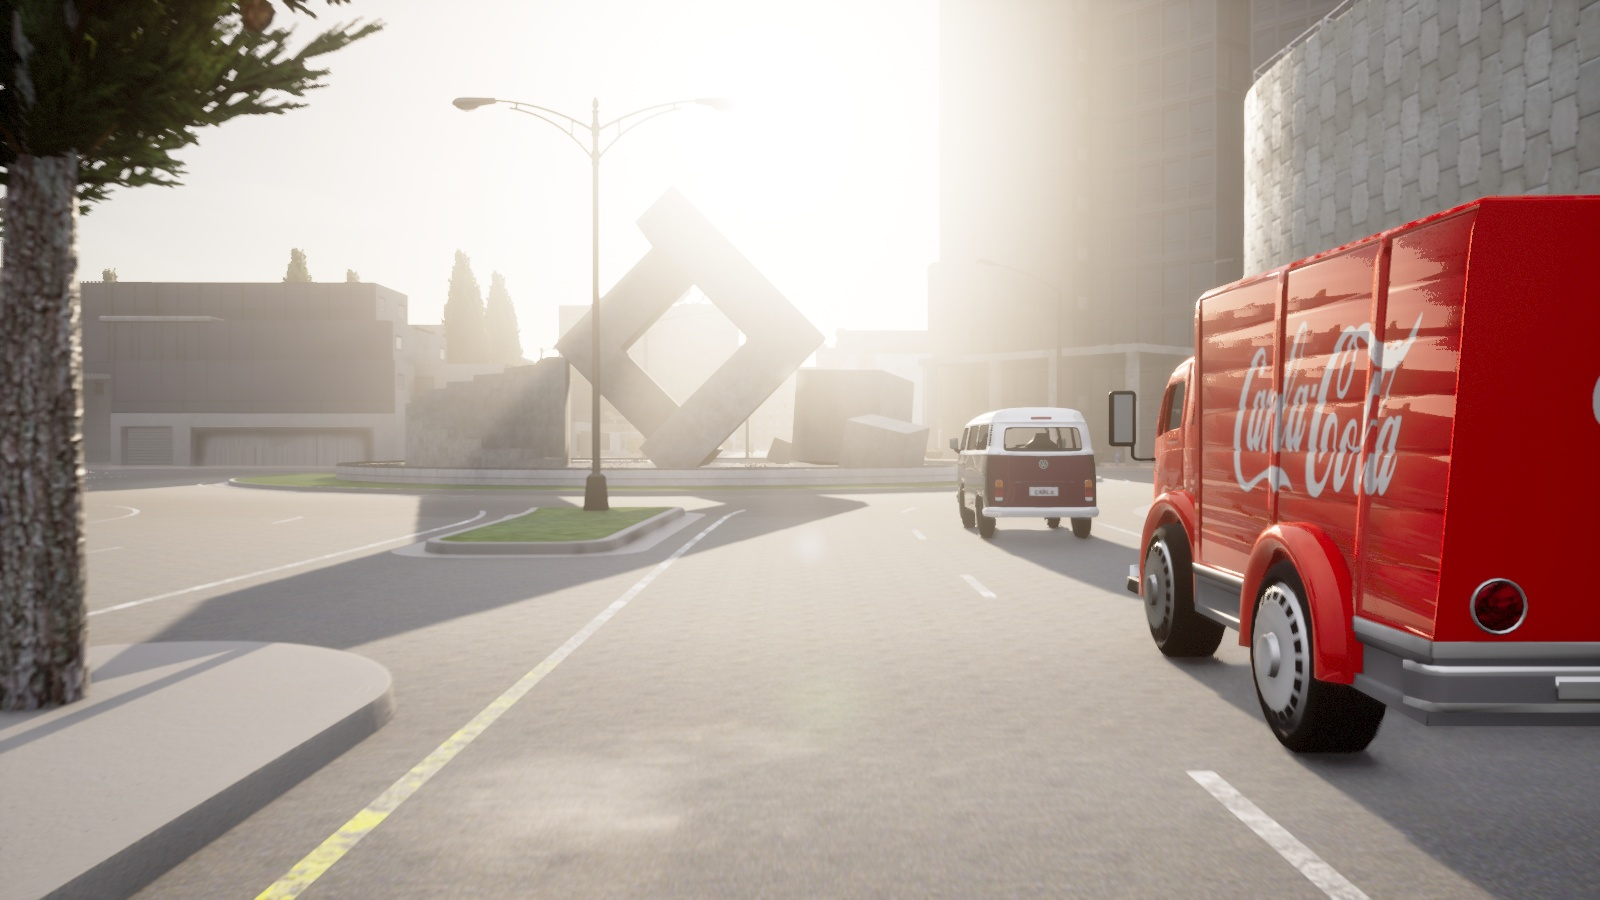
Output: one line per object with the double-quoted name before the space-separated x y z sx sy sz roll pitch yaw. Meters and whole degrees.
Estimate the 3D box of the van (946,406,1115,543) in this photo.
"van" 3.699 0.355 20.968 2.069 2.038 4.480 0 0 1

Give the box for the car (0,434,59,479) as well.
"car" -30.849 0.233 47.456 5.027 1.651 2.152 0 0 18

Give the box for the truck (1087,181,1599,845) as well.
"truck" 3.557 0.222 7.262 2.627 2.467 5.204 0 0 0
